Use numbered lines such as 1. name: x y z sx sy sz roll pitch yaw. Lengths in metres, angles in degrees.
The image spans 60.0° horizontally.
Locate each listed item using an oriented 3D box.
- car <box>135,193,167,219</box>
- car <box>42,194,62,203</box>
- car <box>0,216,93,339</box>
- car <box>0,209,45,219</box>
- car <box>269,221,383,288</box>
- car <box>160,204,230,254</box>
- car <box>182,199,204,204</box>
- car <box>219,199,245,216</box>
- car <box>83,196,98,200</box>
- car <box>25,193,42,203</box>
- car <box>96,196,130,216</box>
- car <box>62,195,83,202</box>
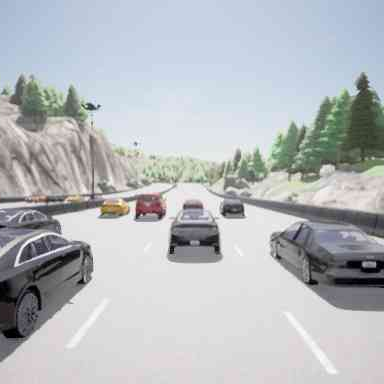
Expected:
1. car: -3.405 1.106 28.144 2.150 2.045 5.566 0 0 0
2. car: -24.524 1.357 59.743 1.895 1.301 4.718 0 0 0
3. car: -3.408 1.464 6.490 2.128 1.511 4.902 0 0 0
4. car: -6.904 1.437 13.319 2.128 1.511 4.902 0 0 0
5. car: 3.596 1.509 9.255 2.033 1.411 5.357 0 0 0
6. car: 0.096 1.436 13.316 2.128 1.511 4.902 0 0 0
7. car: 0.095 1.353 30.406 1.882 1.535 5.008 0 0 0
8. car: 3.594 1.352 30.423 1.882 1.535 5.008 0 0 0
9. car: -17.531 1.355 60.357 1.895 1.301 4.718 0 0 1
10. car: -28.024 1.110 59.655 2.097 1.767 4.553 0 0 0
11. car: -6.906 1.353 30.365 1.882 1.535 5.008 0 0 0
12. car: -21.034 1.233 59.934 1.882 1.535 5.008 0 0 1
